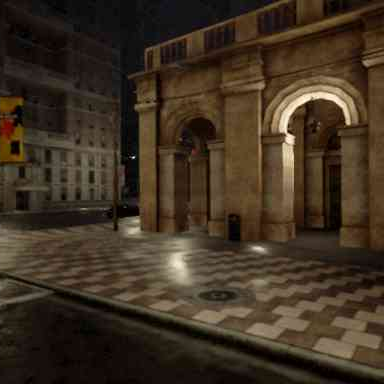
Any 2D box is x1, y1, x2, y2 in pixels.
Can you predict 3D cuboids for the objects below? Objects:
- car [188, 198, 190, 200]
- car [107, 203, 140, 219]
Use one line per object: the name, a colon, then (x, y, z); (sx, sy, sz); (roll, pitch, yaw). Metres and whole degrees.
car: (0.338, 2.103, 95.248); (4.718, 1.301, 1.895); (-1, 0, 28)
car: (-6.106, 1.753, 31.854); (1.994, 1.385, 4.181); (-1, 0, 35)
